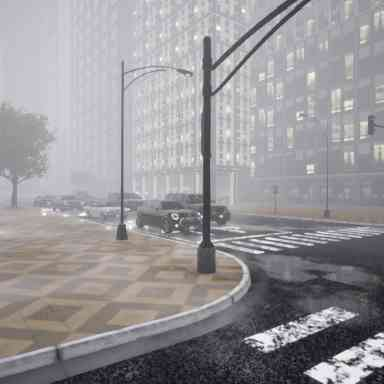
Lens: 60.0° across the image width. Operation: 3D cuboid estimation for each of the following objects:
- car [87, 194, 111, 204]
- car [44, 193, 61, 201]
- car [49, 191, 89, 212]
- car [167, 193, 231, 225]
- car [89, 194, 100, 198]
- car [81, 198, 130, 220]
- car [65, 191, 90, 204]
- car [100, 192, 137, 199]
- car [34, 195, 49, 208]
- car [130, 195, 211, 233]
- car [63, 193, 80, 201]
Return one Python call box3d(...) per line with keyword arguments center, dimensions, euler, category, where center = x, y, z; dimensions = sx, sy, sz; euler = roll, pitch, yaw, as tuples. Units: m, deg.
box3d(center=(-15.184, 1.087, 53.902), dimensions=(2.128, 1.511, 4.902), euler=(0, 0, -37), category="car")
box3d(center=(-26.952, 1.000, 64.275), dimensions=(1.994, 1.385, 4.181), euler=(0, 0, -37), category="car")
box3d(center=(-12.569, 1.062, 33.725), dimensions=(2.097, 1.767, 4.553), euler=(0, 0, -37), category="car")
box3d(center=(0.112, 1.085, 22.117), dimensions=(2.150, 2.045, 5.566), euler=(0, 0, -37), category="car")
box3d(center=(-12.176, 1.184, 38.649), dimensions=(2.128, 1.511, 4.902), euler=(0, 0, -37), category="car")
box3d(center=(-6.697, 1.393, 25.817), dimensions=(1.895, 1.301, 4.718), euler=(0, 0, -37), category="car")
box3d(center=(-18.065, 0.797, 52.332), dimensions=(2.150, 2.045, 5.566), euler=(0, 0, -37), category="car")
box3d(center=(-6.067, 1.001, 30.431), dimensions=(2.150, 2.045, 5.566), euler=(0, 0, -37), category="car")
box3d(center=(-18.575, 1.113, 41.853), dimensions=(2.128, 1.511, 4.902), euler=(0, 0, -36), category="car")
box3d(center=(-1.327, 1.216, 18.606), dimensions=(2.097, 1.767, 4.553), euler=(0, 0, -37), category="car")
box3d(center=(-23.775, 0.987, 65.450), dimensions=(1.812, 1.442, 4.674), euler=(0, 0, -37), category="car")
